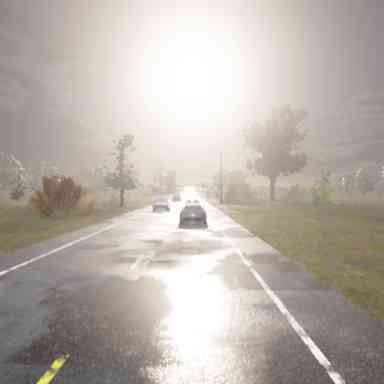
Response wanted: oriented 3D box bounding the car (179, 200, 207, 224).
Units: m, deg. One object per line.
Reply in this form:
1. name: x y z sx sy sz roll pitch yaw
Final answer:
1. car: 0.088 1.564 24.984 1.994 1.385 4.181 0 0 0

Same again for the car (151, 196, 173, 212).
1. car: -3.608 1.521 39.751 1.812 1.442 4.674 0 0 0

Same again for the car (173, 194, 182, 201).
1. car: -3.536 1.330 79.080 2.097 1.767 4.553 0 0 0
